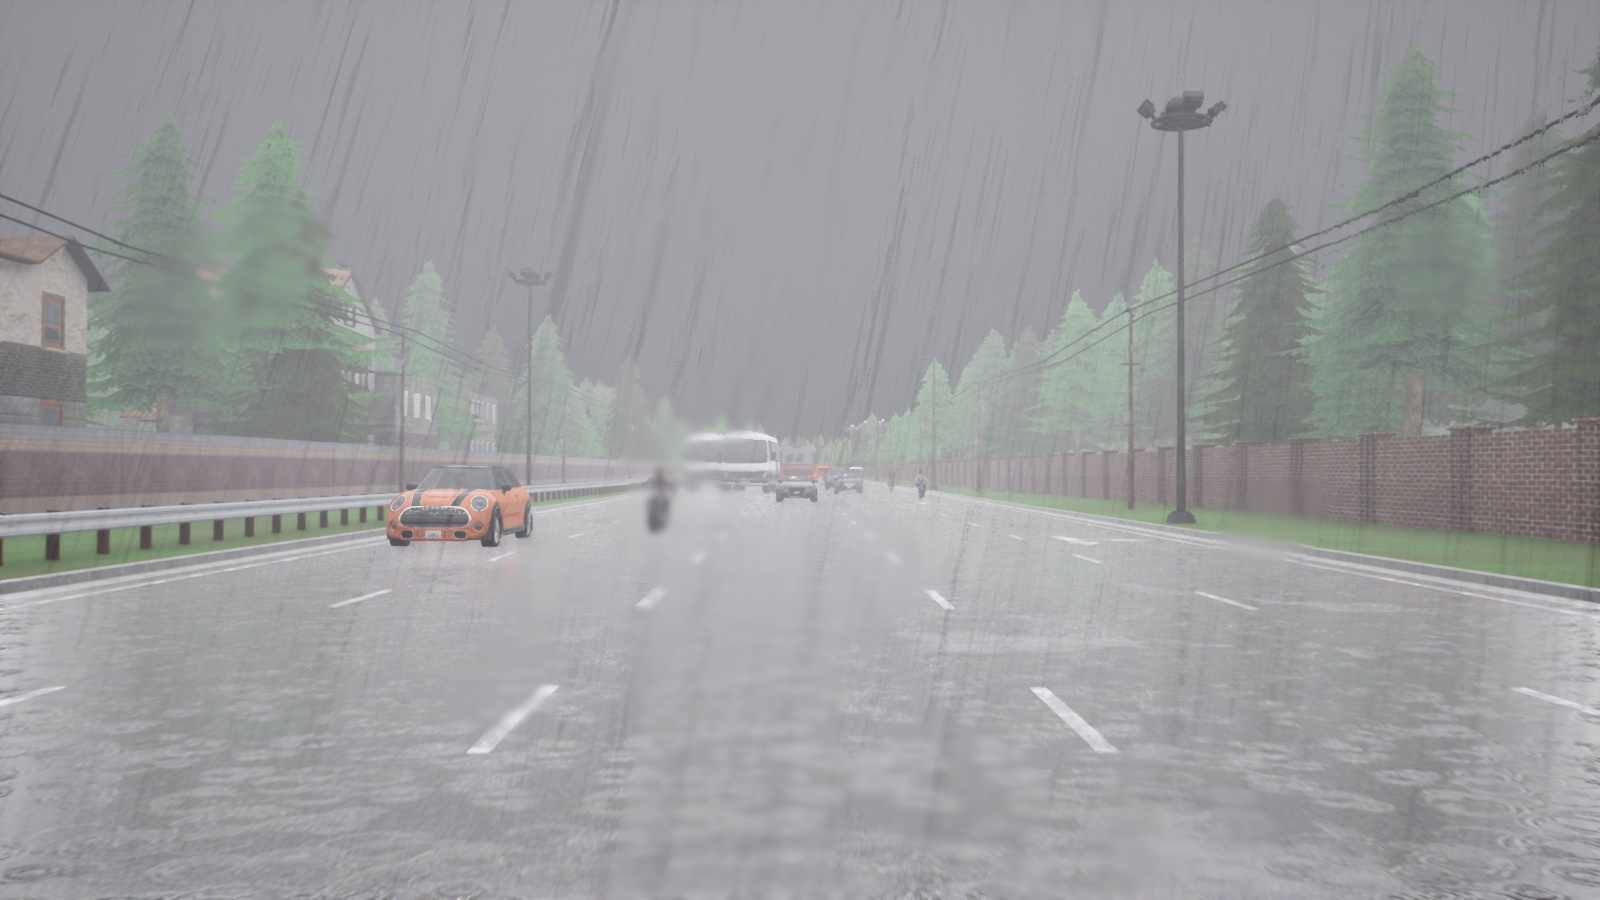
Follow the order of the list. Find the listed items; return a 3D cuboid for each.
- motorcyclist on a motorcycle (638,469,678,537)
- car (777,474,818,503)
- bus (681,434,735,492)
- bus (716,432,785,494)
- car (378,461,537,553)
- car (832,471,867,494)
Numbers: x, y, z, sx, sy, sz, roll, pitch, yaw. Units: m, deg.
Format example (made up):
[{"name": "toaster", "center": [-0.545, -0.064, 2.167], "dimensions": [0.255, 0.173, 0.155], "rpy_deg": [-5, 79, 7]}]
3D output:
[{"name": "motorcyclist on a motorcycle", "center": [-3.574, 1.305, 31.793], "dimensions": [0.766, 1.649, 2.350], "rpy_deg": [0, -1, 0]}, {"name": "car", "center": [-0.147, 1.928, 63.284], "dimensions": [1.994, 1.385, 4.181], "rpy_deg": [0, -1, 0]}, {"name": "bus", "center": [-7.060, 1.074, 97.220], "dimensions": [3.944, 4.253, 10.273], "rpy_deg": [0, -1, -4]}, {"name": "bus", "center": [-3.494, 0.973, 91.874], "dimensions": [3.944, 4.253, 10.273], "rpy_deg": [-1, -1, 4]}, {"name": "car", "center": [-7.062, 1.137, 26.413], "dimensions": [2.097, 1.767, 4.553], "rpy_deg": [0, -1, 0]}, {"name": "car", "center": [3.303, 2.156, 84.321], "dimensions": [2.128, 1.511, 4.902], "rpy_deg": [0, -1, 0]}]
